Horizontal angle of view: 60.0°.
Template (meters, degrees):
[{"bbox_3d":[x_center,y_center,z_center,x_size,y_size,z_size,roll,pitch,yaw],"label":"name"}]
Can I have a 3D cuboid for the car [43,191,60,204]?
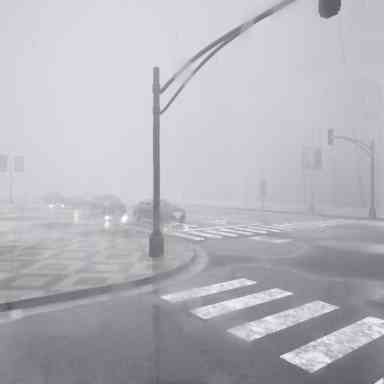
[{"bbox_3d":[-18.830,0.693,45.403,2.097,1.767,4.553,0,1,-35],"label":"car"}]

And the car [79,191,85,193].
[{"bbox_3d":[-21.606,0.519,66.227,1.882,1.535,5.008,0,1,-36],"label":"car"}]

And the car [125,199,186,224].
[{"bbox_3d":[-2.282,1.243,22.339,2.128,1.511,4.902,0,1,-36],"label":"car"}]

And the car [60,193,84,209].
[{"bbox_3d":[-12.849,1.094,37.038,1.895,1.301,4.718,0,1,-36],"label":"car"}]

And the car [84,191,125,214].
[{"bbox_3d":[-7.609,0.975,29.743,2.097,1.767,4.553,0,1,-36],"label":"car"}]
